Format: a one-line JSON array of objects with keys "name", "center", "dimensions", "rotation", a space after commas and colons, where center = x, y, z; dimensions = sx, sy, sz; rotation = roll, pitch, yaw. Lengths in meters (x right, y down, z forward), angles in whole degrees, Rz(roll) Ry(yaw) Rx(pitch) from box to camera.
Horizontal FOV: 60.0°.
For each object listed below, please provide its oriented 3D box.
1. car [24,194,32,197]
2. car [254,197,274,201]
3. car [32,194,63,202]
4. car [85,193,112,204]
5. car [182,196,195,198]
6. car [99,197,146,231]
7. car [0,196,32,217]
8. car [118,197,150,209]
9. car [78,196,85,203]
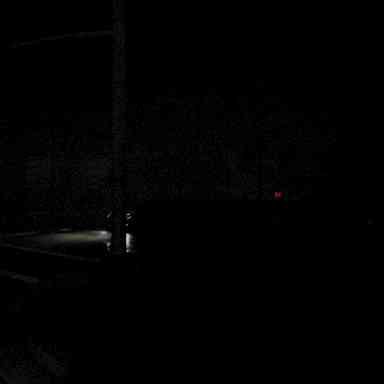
[{"name": "car", "center": [-34.445, 1.232, 71.230], "dimensions": [1.970, 1.475, 3.806], "rotation": [0, 0, 35]}, {"name": "car", "center": [7.621, 1.351, 36.084], "dimensions": [2.097, 1.767, 4.553], "rotation": [0, 0, 35]}, {"name": "car", "center": [-29.019, 1.154, 67.788], "dimensions": [2.152, 1.636, 5.027], "rotation": [0, 0, 35]}, {"name": "car", "center": [-15.963, 1.097, 59.059], "dimensions": [1.932, 1.855, 4.605], "rotation": [0, 0, 35]}, {"name": "car", "center": [-0.870, 1.374, 48.215], "dimensions": [1.845, 1.501, 3.633], "rotation": [0, 0, 35]}, {"name": "car", "center": [-3.132, 1.352, 20.613], "dimensions": [2.097, 1.767, 4.553], "rotation": [0, 0, 35]}, {"name": "car", "center": [-15.897, 1.340, 26.955], "dimensions": [2.007, 1.523, 4.514], "rotation": [0, 0, 35]}, {"name": "car", "center": [-7.589, 1.384, 43.878], "dimensions": [1.970, 1.475, 3.806], "rotation": [0, 0, 35]}, {"name": "car", "center": [-18.573, 1.077, 60.400], "dimensions": [1.905, 1.878, 3.866], "rotation": [0, 0, 35]}]
